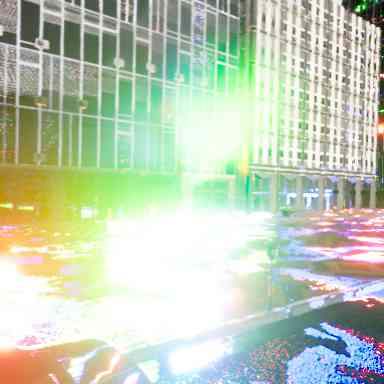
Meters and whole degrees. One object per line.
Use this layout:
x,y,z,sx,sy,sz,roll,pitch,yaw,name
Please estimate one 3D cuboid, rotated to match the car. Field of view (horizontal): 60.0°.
-2.158,1.473,1.040,4.507,1.381,1.887,1,1,-34,car
